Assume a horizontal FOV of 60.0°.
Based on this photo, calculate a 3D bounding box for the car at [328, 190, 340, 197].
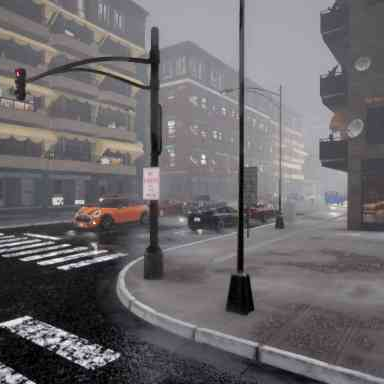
[{"bbox_3d":[33.060,0.337,77.463,1.802,1.307,4.206,2,2,35],"label":"car"}]

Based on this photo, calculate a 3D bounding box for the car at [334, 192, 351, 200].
[{"bbox_3d":[25.914,0.696,57.244,1.895,1.301,4.718,1,1,35],"label":"car"}]

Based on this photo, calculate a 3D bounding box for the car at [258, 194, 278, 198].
[{"bbox_3d":[7.337,1.071,36.367,1.895,1.301,4.718,1,1,35],"label":"car"}]

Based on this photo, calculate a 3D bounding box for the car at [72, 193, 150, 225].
[{"bbox_3d":[-5.375,1.032,22.766,2.192,1.841,5.009,2,2,35],"label":"car"}]

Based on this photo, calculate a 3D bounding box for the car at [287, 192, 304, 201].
[{"bbox_3d":[17.044,0.720,54.675,1.947,1.339,4.313,2,2,35],"label":"car"}]

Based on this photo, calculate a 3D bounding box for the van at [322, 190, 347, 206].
[{"bbox_3d":[17.474,0.721,40.705,1.690,1.788,3.998,2,2,35],"label":"van"}]

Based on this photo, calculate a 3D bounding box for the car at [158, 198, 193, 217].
[{"bbox_3d":[-2.174,1.181,27.330,1.887,1.381,4.507,2,2,35],"label":"car"}]

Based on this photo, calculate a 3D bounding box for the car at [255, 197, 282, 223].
[{"bbox_3d":[4.659,1.284,22.480,1.802,1.307,4.206,2,2,35],"label":"car"}]

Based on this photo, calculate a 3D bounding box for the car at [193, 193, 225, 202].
[{"bbox_3d":[1.119,0.978,27.530,2.097,1.767,4.553,1,1,35],"label":"car"}]

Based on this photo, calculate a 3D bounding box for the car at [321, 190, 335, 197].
[{"bbox_3d":[29.857,0.379,72.905,1.887,1.381,4.507,2,2,35],"label":"car"}]

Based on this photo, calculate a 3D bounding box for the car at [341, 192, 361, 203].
[{"bbox_3d":[23.878,0.765,49.824,1.887,1.381,4.507,2,2,35],"label":"car"}]

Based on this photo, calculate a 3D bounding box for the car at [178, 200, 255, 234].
[{"bbox_3d":[1.456,1.348,17.922,1.947,1.339,4.313,2,2,35],"label":"car"}]

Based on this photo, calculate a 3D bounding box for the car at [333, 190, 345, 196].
[{"bbox_3d":[36.263,0.257,82.020,1.802,1.307,4.206,2,2,35],"label":"car"}]

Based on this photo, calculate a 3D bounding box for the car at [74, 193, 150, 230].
[{"bbox_3d":[-4.560,1.121,19.449,2.097,1.767,4.553,1,1,35],"label":"car"}]
